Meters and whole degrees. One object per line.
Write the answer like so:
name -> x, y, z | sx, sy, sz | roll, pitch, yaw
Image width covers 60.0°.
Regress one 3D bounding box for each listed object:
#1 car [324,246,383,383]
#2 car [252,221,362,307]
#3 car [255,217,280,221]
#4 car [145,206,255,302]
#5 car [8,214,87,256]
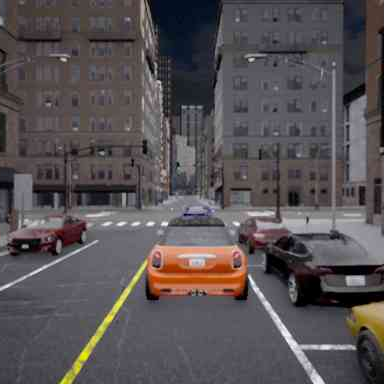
car -> 2.871, 1.538, 2.510 | 1.752, 1.417, 4.829 | -1, 0, 0
car -> 2.880, 1.606, 7.926 | 1.947, 1.339, 4.313 | -1, 0, 0
car -> 2.889, 1.649, 13.512 | 1.802, 1.307, 4.206 | -1, 0, 0
car -> 0.109, 1.396, 8.558 | 2.097, 1.767, 4.553 | 0, 0, 0
car -> -5.657, 1.612, 13.523 | 1.887, 1.381, 4.507 | -1, 0, 0
